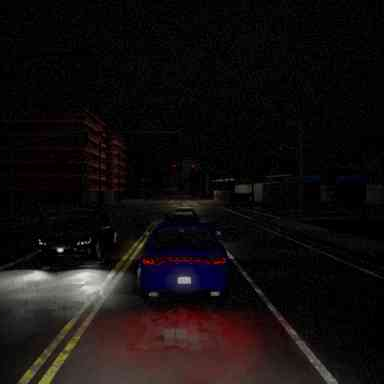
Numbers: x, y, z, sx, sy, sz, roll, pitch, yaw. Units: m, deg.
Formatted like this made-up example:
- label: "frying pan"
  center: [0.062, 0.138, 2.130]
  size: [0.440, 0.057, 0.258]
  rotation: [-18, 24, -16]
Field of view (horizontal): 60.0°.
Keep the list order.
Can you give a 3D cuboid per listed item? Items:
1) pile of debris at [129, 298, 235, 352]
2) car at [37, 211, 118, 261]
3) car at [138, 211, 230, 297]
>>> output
- label: "pile of debris"
  center: [-0.175, 2.175, 5.638]
  size: [1.500, 0.140, 1.860]
  rotation: [0, 0, -2]
- label: "car"
  center: [-4.010, 1.507, 12.358]
  size: [1.837, 1.490, 4.892]
  rotation: [0, -1, -2]
- label: "car"
  center: [-0.216, 1.478, 8.609]
  size: [1.882, 1.535, 5.008]
  rotation: [0, 0, -2]
